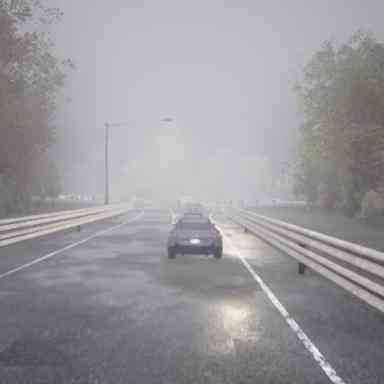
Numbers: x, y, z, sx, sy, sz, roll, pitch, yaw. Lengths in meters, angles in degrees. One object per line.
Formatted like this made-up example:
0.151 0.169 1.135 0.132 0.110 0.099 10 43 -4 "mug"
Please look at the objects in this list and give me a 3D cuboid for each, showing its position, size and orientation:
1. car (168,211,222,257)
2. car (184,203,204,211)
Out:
0.106 1.661 13.301 1.994 1.385 4.181 0 0 0 "car"
0.208 1.777 33.070 2.033 1.411 5.357 0 0 2 "car"
